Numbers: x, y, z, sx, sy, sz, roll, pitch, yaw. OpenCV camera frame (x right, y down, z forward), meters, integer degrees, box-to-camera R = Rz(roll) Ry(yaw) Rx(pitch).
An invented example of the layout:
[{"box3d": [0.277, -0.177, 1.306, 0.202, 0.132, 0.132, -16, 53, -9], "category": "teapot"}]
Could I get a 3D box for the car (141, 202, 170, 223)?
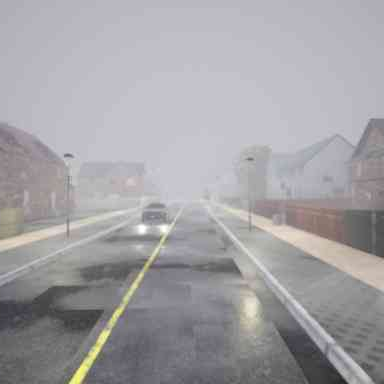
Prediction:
[{"box3d": [-2.767, 1.500, 26.096, 1.882, 1.535, 5.008, 0, 0, 1], "category": "car"}]
